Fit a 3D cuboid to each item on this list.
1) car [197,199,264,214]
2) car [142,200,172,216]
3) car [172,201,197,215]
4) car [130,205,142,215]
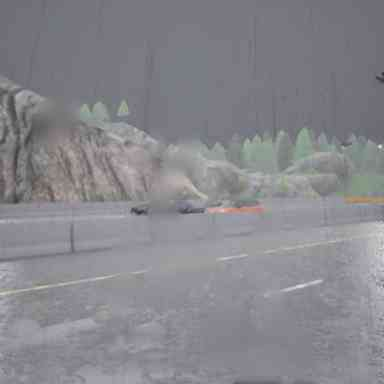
[{"bbox_3d":[2.981,1.291,23.197,4.553,1.767,2.097,0,0,-35],"label":"car"},{"bbox_3d":[-1.555,1.470,28.566,4.674,1.442,1.812,0,0,-35],"label":"car"},{"bbox_3d":[1.091,1.455,26.146,4.718,1.301,1.895,0,0,-36],"label":"car"},{"bbox_3d":[-3.154,1.489,31.719,5.357,1.411,2.033,0,0,-35],"label":"car"}]
